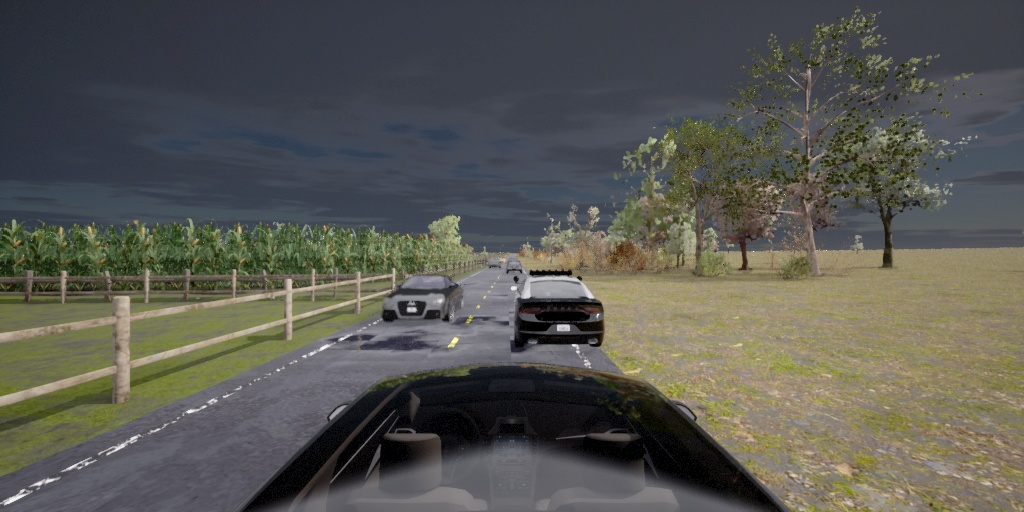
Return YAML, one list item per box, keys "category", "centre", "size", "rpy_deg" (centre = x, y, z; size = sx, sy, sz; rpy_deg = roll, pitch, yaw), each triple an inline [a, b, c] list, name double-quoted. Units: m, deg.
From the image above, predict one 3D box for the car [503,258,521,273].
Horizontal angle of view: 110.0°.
- category: "car"
  centre: [0.274, 1.279, 42.460]
  size: [2.033, 1.411, 5.357]
  rpy_deg: [0, 0, 0]

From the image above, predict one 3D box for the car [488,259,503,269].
- category: "car"
  centre: [-2.609, 1.219, 54.950]
  size: [1.837, 1.490, 4.892]
  rpy_deg: [0, 0, 0]

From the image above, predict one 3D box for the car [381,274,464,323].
- category: "car"
  centre: [-2.803, 1.314, 12.037]
  size: [1.994, 1.385, 4.181]
  rpy_deg: [0, 0, 0]

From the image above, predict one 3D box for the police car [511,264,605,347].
- category: "police car"
  centre: [0.998, 1.176, 9.455]
  size: [1.930, 1.638, 5.238]
  rpy_deg: [0, 0, 0]

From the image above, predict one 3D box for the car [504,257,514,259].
- category: "car"
  centre: [0.235, 1.069, 53.636]
  size: [2.097, 1.767, 4.553]
  rpy_deg: [0, 0, 1]
